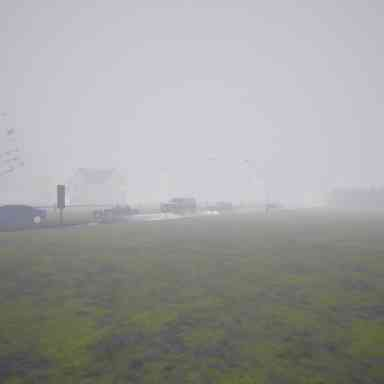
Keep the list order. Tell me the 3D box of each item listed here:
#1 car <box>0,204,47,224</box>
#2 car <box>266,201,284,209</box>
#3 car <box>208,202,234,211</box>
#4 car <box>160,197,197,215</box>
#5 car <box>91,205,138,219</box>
[{"bbox_3d":[-13.561,1.671,25.125,1.882,1.535,5.008,1,0,35],"label":"car"},{"bbox_3d":[15.061,2.388,60.268,1.994,1.385,4.181,1,0,35],"label":"car"},{"bbox_3d":[4.495,2.159,50.417,2.033,1.411,5.357,1,0,36],"label":"car"},{"bbox_3d":[-1.578,1.697,41.932,2.150,2.045,5.566,1,0,37],"label":"car"},{"bbox_3d":[-7.679,1.934,33.398,1.895,1.301,4.718,1,0,35],"label":"car"}]
